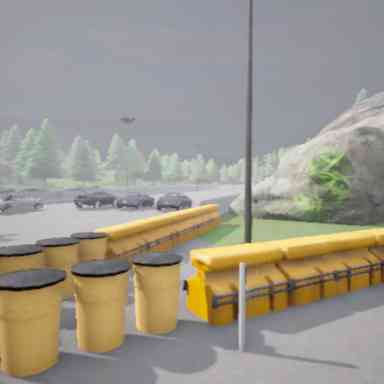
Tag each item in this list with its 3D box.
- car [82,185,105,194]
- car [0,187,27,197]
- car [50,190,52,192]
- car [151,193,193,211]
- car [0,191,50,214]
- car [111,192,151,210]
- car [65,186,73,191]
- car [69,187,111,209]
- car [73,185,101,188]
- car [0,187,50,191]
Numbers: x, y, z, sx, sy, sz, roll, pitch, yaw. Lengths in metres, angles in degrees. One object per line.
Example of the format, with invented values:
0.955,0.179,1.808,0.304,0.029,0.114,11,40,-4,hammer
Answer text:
-18.871,-0.491,64.003,1.837,1.490,4.892,1,2,18,car
-27.295,0.012,49.680,1.895,1.301,4.718,1,2,19,car
-23.298,-0.040,50.628,1.994,1.385,4.181,1,2,19,car
-1.341,0.732,27.295,1.994,1.385,4.181,1,2,18,car
-13.246,0.808,24.684,1.895,1.301,4.718,1,2,18,car
-4.685,0.690,28.327,1.994,1.385,4.181,1,2,18,car
-22.459,-0.505,64.294,1.812,1.442,4.674,1,2,18,car
-8.175,0.600,28.914,1.837,1.490,4.892,1,1,18,car
-15.704,0.002,51.317,1.895,1.301,4.718,1,2,19,car
-19.610,0.251,39.428,1.837,1.490,4.892,1,1,19,car
